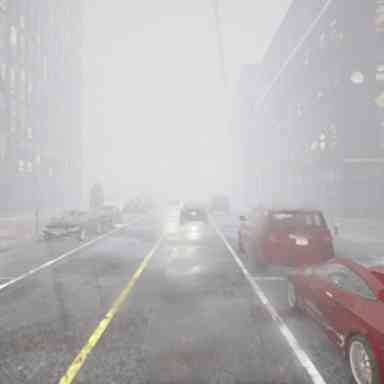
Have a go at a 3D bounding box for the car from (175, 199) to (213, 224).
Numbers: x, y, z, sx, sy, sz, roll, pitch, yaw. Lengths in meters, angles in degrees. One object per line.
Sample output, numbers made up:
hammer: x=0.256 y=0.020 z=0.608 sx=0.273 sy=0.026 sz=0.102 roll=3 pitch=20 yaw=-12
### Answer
car: x=0.125 y=1.479 z=24.419 sx=2.163 sy=1.488 sz=4.792 roll=0 pitch=0 yaw=0

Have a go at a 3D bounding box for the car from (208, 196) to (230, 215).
car: x=2.706 y=1.281 z=33.124 sx=2.192 sy=1.841 sz=5.009 roll=1 pitch=0 yaw=0

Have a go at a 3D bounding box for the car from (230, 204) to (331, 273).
car: x=2.682 y=1.304 z=10.499 sx=2.192 sy=1.841 sz=5.009 roll=1 pitch=0 yaw=0

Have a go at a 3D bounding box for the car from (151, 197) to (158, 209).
car: x=-5.630 y=1.393 z=44.484 sx=1.967 sy=1.590 sz=4.097 roll=1 pitch=0 yaw=0

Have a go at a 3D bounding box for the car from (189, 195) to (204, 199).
car: x=0.144 y=1.503 z=41.930 sx=2.033 sy=1.411 sz=5.357 roll=0 pitch=0 yaw=0

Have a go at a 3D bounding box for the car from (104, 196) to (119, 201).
car: x=-18.628 y=1.633 z=78.499 sx=4.313 sy=1.339 sz=1.947 roll=0 pitch=0 yaw=0

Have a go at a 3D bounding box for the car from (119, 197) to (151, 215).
car: x=-5.642 y=1.405 z=33.171 sx=1.967 sy=1.590 sz=4.097 roll=1 pitch=0 yaw=0

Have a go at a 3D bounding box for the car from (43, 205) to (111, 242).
car: x=-5.662 y=1.534 z=16.202 sx=2.008 sy=1.369 sz=4.403 roll=1 pitch=0 yaw=0

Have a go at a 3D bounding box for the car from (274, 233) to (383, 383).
car: x=2.673 y=1.577 z=4.843 sx=1.802 sy=1.307 sz=4.206 roll=1 pitch=0 yaw=0

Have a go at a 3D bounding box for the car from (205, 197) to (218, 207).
car: x=2.891 y=1.528 z=50.094 sx=1.802 sy=1.307 sz=4.206 roll=1 pitch=0 yaw=0

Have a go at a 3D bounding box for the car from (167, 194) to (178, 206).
car: x=-2.966 y=1.490 z=53.756 sx=2.033 sy=1.411 sz=5.357 roll=0 pitch=0 yaw=1

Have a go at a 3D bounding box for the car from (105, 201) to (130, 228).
car: x=-5.656 y=1.528 z=21.859 sx=2.008 sy=1.369 sz=4.403 roll=1 pitch=0 yaw=0

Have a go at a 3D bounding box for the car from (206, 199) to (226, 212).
car: x=2.709 y=1.525 z=38.781 sx=1.947 sy=1.339 sz=4.313 roll=1 pitch=0 yaw=0

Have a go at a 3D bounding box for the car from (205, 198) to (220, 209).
car: x=2.715 y=1.535 z=44.438 sx=1.802 sy=1.307 sz=4.206 roll=1 pitch=0 yaw=0
